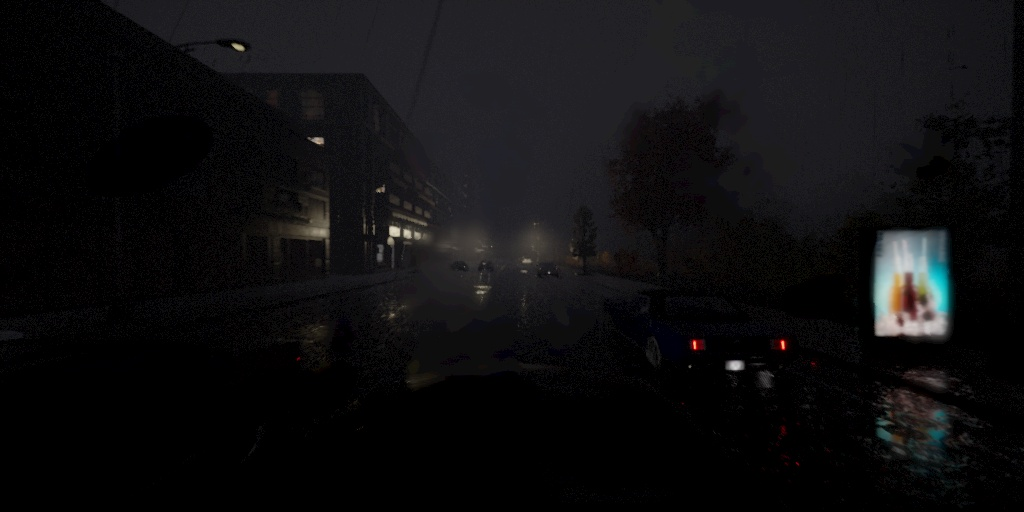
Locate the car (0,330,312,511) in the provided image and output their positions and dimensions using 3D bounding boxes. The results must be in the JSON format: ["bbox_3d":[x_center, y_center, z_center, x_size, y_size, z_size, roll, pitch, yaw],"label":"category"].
[{"bbox_3d":[-3.350,1.297,1.984,2.033,1.411,5.357,0,0,0],"label":"car"}]

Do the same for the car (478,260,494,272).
[{"bbox_3d":[-3.310,1.247,46.471,2.128,1.511,4.902,0,0,0],"label":"car"}]

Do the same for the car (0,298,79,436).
[{"bbox_3d":[-6.598,1.276,2.381,1.812,1.442,4.674,0,0,0],"label":"car"}]

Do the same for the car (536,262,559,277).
[{"bbox_3d":[3.350,1.279,34.680,1.812,1.442,4.674,0,0,0],"label":"car"}]

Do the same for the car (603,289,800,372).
[{"bbox_3d":[3.349,1.351,7.593,1.895,1.301,4.718,0,0,0],"label":"car"}]

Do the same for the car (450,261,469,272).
[{"bbox_3d":[-6.559,1.303,45.683,2.033,1.411,5.357,0,0,1],"label":"car"}]
